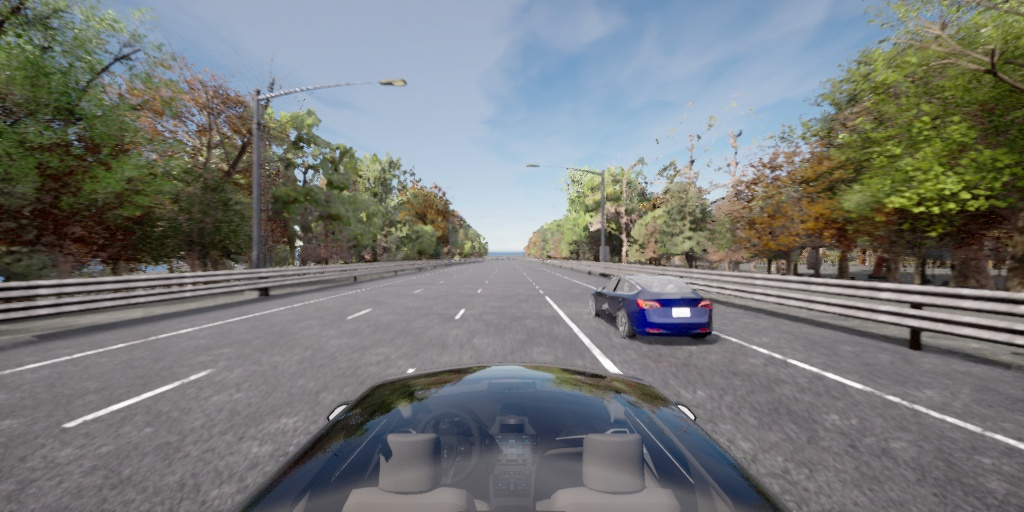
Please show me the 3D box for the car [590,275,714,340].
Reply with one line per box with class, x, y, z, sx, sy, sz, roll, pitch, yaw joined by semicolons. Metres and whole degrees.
car;3.579;1.253;10.005;2.163;1.488;4.792;0;0;-1
